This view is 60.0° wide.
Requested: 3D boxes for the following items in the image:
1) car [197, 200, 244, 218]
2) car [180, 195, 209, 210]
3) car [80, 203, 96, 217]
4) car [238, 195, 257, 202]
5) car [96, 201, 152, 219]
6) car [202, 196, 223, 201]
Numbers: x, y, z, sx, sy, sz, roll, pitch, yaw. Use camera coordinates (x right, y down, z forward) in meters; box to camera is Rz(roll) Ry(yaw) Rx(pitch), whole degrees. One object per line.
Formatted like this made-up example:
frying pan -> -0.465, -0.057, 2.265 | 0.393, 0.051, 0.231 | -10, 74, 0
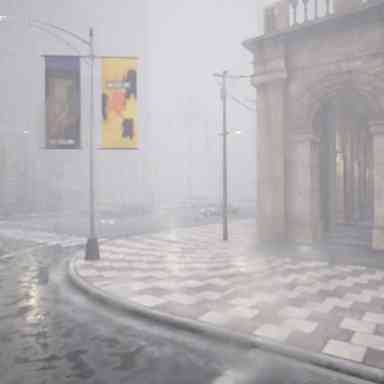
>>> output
car -> 2.794, 1.727, 32.060 | 1.895, 1.301, 4.718 | -1, 0, 35
car -> 0.559, 1.422, 47.099 | 2.150, 2.045, 5.566 | -1, 0, 36
car -> -8.970, 1.680, 33.786 | 1.882, 1.535, 5.008 | -1, 0, 35
car -> 10.000, 1.211, 60.018 | 2.097, 1.767, 4.553 | -1, 0, 36
car -> -6.125, 1.723, 31.752 | 2.033, 1.411, 5.357 | -1, 0, 35
car -> 3.829, 1.702, 45.625 | 1.812, 1.442, 4.674 | -1, 0, 36
